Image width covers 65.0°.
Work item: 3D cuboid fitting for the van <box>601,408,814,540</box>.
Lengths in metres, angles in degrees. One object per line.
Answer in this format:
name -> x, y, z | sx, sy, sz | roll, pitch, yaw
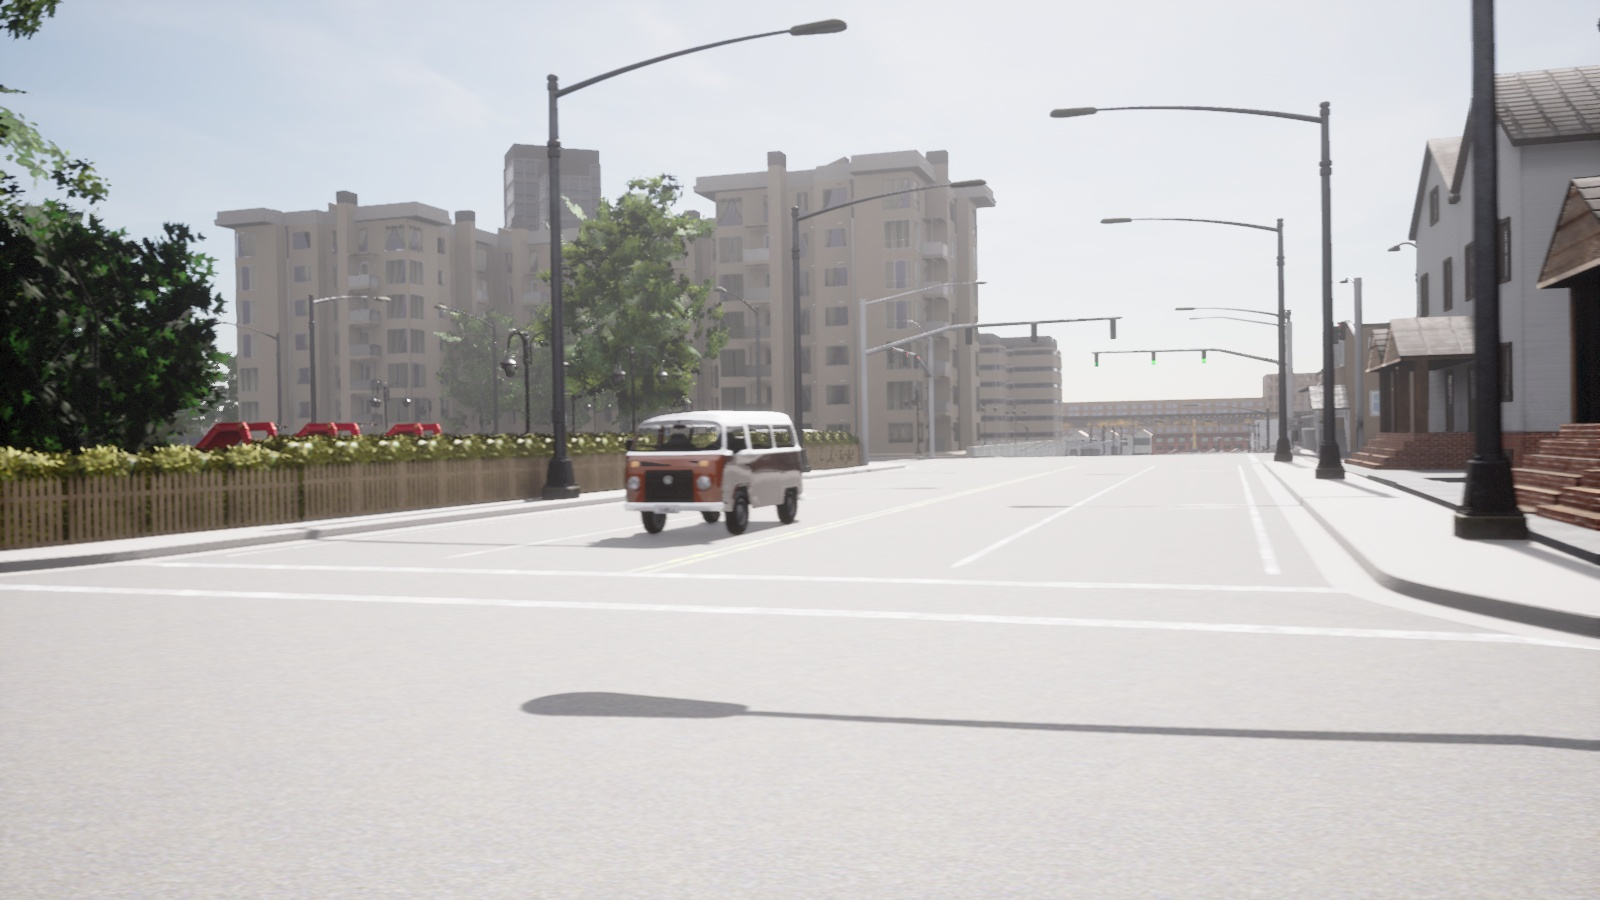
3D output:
van -> -1.448, 0.351, 21.750 | 2.069, 2.038, 4.480 | 0, 1, 19
